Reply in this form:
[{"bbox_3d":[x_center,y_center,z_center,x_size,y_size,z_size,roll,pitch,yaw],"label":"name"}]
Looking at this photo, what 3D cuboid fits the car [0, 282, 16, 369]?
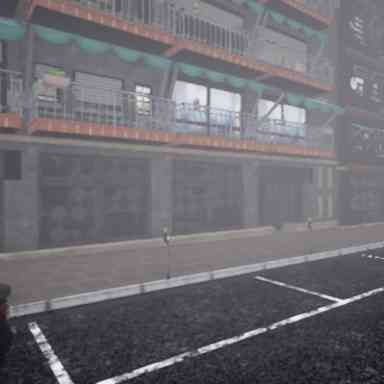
[{"bbox_3d":[-4.103,1.559,3.183,4.313,1.339,1.947,0,-1,-35],"label":"car"}]
